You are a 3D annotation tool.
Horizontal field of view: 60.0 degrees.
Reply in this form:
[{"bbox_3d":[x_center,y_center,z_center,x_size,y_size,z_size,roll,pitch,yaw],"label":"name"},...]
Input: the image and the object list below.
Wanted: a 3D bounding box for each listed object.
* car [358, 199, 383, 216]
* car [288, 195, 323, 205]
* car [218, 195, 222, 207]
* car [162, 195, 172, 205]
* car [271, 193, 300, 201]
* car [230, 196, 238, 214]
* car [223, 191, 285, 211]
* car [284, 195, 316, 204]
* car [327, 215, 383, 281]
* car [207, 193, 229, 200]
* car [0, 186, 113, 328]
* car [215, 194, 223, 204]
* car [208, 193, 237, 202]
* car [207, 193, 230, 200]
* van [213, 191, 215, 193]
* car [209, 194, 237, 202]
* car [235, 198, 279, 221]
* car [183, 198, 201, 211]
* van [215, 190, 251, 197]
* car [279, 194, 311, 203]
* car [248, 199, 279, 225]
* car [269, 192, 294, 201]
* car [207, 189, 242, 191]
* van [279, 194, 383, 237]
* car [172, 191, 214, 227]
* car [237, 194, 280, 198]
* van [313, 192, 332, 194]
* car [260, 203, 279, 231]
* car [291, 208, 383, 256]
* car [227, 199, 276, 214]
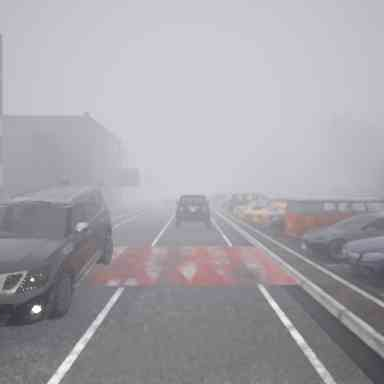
[{"bbox_3d":[18.581,1.392,31.154,4.892,1.521,2.231,0,0,0],"label":"car"},{"bbox_3d":[18.353,1.270,53.888,4.792,1.488,2.163,0,1,0],"label":"car"},{"bbox_3d":[5.927,1.384,39.459,5.008,1.535,2.097,0,0,-1],"label":"car"},{"bbox_3d":[-3.571,1.297,51.825,1.837,1.490,4.892,0,0,0],"label":"car"},{"bbox_3d":[18.282,1.030,65.180,5.008,1.535,2.097,0,1,-1],"label":"car"},{"bbox_3d":[6.216,1.393,28.159,5.366,1.575,1.946,0,0,-1],"label":"car"},{"bbox_3d":[6.035,1.142,30.983,5.566,2.045,2.435,0,0,-1],"label":"car"},{"bbox_3d":[18.329,1.217,56.711,4.792,1.488,2.163,0,1,0],"label":"car"},{"bbox_3d":[6.207,1.455,8.378,4.674,1.452,2.002,0,0,0],"label":"car"},{"bbox_3d":[5.665,0.907,73.385,4.792,1.488,2.163,0,1,-1],"label":"car"},{"bbox_3d":[-3.358,1.081,7.632,2.150,2.045,5.566,0,7,-1],"label":"car"},{"bbox_3d":[5.885,1.414,45.119,4.674,1.452,2.002,0,0,-1],"label":"car"},{"bbox_3d":[5.895,1.031,64.910,5.366,1.575,1.946,0,1,-1],"label":"car"},{"bbox_3d":[5.663,0.969,70.559,4.674,1.452,2.002,0,1,-1],"label":"car"},{"bbox_3d":[5.925,1.019,53.605,4.442,1.987,1.878,0,1,-1],"label":"van"},{"bbox_3d":[5.729,1.087,62.082,5.008,1.535,2.097,0,1,0],"label":"car"},{"bbox_3d":[5.895,1.398,22.504,5.366,1.575,1.946,0,0,-1],"label":"car"},{"bbox_3d":[-0.044,1.458,39.827,1.994,1.385,4.181,0,0,0],"label":"car"},{"bbox_3d":[5.973,1.118,48.075,4.442,1.987,1.878,0,1,-1],"label":"van"},{"bbox_3d":[18.342,1.138,59.409,4.892,1.521,2.231,0,1,0],"label":"car"},{"bbox_3d":[6.291,1.401,19.682,5.366,1.575,1.946,0,0,0],"label":"car"},{"bbox_3d":[18.232,0.854,67.876,4.553,1.767,2.185,0,1,0],"label":"car"},{"bbox_3d":[5.756,0.941,56.428,5.566,2.045,2.435,0,1,0],"label":"car"},{"bbox_3d":[6.271,1.183,14.030,4.442,1.987,1.878,0,0,0],"label":"van"},{"bbox_3d":[0.057,1.167,22.207,2.150,2.045,5.566,0,0,0],"label":"car"},{"bbox_3d":[6.087,1.273,25.331,4.553,1.767,2.185,0,0,0],"label":"car"},{"bbox_3d":[18.360,1.155,42.448,4.442,1.987,1.878,0,0,0],"label":"van"},{"bbox_3d":[6.127,1.447,16.855,4.674,1.452,2.002,0,0,0],"label":"car"},{"bbox_3d":[6.150,1.442,11.203,4.792,1.488,2.163,0,0,-1],"label":"car"},{"bbox_3d":[5.984,1.430,33.808,4.674,1.452,2.002,0,0,0],"label":"car"}]
